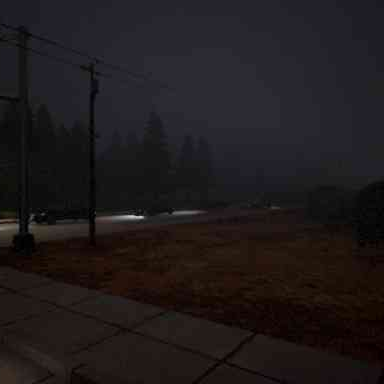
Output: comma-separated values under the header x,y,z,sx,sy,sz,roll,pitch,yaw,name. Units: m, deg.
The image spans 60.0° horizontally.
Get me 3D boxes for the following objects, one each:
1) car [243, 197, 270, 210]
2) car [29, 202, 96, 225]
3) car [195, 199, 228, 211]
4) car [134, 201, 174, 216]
x,y,z,sx,sy,sz,roll,pitch,yaw,name
8.143,1.407,41.795,1.812,1.442,4.674,0,0,38,car
-9.373,1.490,24.398,2.128,1.511,4.902,0,0,37,car
2.435,1.509,40.312,1.895,1.301,4.718,0,0,37,car
-3.638,1.519,32.137,1.994,1.385,4.181,0,0,37,car
